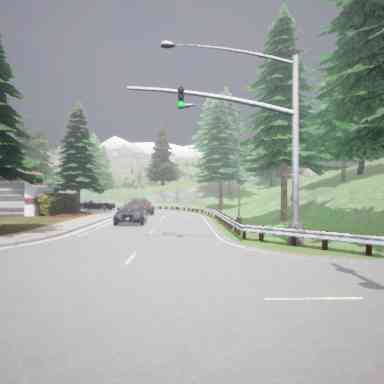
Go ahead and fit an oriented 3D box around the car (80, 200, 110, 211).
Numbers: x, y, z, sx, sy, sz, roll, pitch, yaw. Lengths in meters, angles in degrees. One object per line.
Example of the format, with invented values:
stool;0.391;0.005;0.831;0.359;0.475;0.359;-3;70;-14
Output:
car;-11.907;1.597;41.066;4.718;1.301;1.895;0;0;13

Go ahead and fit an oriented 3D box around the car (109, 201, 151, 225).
car;-4.290;1.557;23.627;1.994;1.385;4.181;0;0;-3

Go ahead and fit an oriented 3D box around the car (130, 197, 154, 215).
car;-5.241;1.343;33.407;2.097;1.767;4.553;0;0;-20
